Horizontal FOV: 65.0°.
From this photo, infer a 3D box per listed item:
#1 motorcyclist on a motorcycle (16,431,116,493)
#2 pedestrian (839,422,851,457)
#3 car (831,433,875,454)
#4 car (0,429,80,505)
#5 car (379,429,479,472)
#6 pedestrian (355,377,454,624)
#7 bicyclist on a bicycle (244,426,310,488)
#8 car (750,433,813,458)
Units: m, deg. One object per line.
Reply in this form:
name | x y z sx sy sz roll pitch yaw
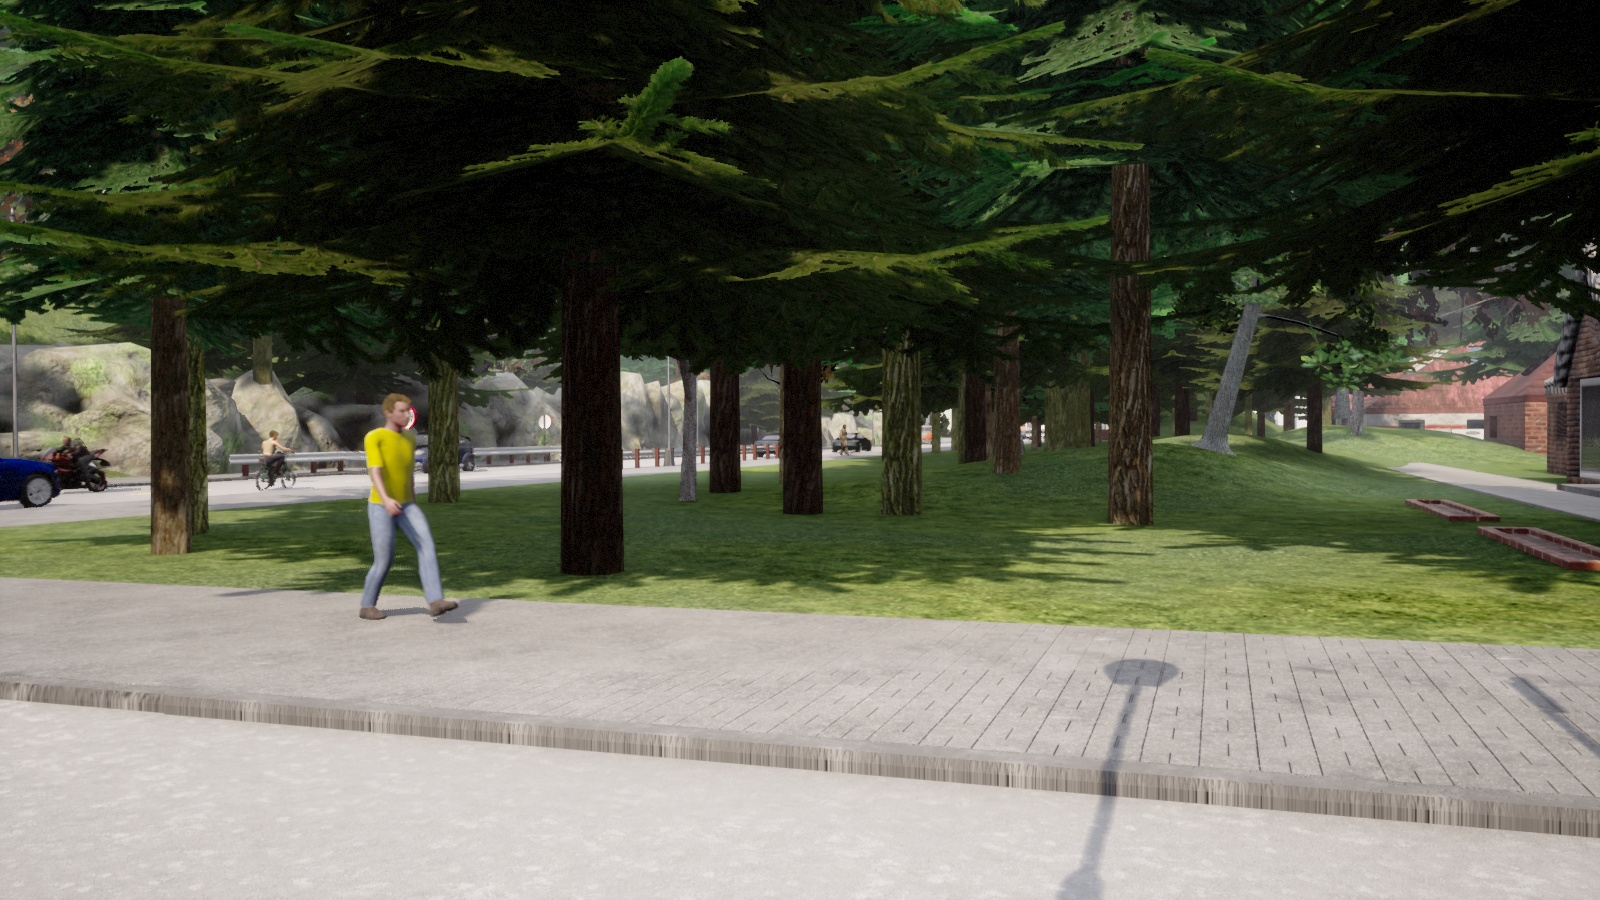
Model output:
motorcyclist on a motorcycle | -18.825 0.276 32.268 0.866 1.530 2.191 1 1 18
pedestrian | 2.534 -0.584 70.645 0.396 1.930 0.692 0 1 -20
car | 3.716 -0.493 87.409 1.994 1.385 4.181 1 1 19
car | -17.105 0.345 24.812 1.882 1.535 5.008 1 1 18
car | -13.890 0.001 47.214 1.789 1.549 3.705 1 1 18
pedestrian | -3.044 0.371 9.663 0.706 1.836 0.354 1 1 33
bicyclist on a bicycle | -14.082 0.170 33.870 0.866 1.612 1.509 1 1 18
car | -1.014 -0.302 73.282 2.033 1.411 5.357 1 1 19
